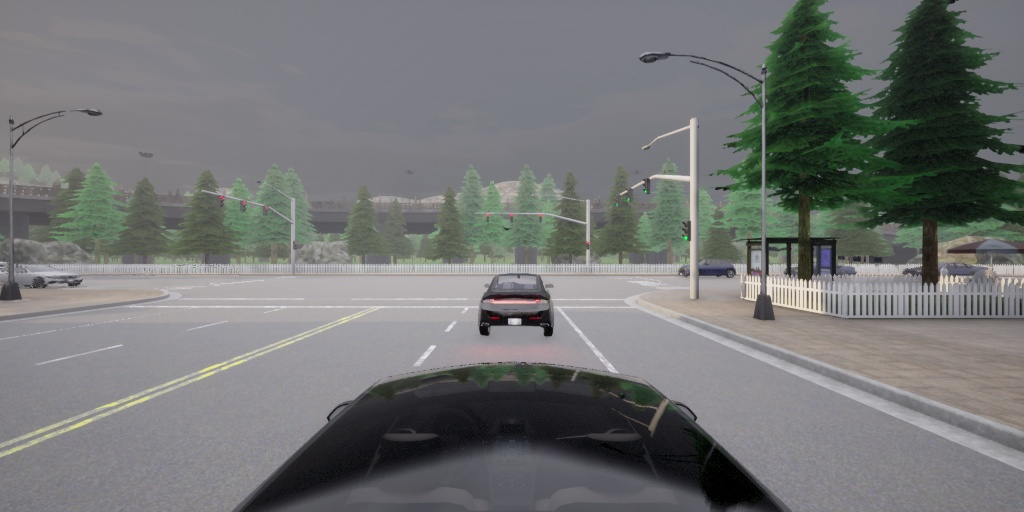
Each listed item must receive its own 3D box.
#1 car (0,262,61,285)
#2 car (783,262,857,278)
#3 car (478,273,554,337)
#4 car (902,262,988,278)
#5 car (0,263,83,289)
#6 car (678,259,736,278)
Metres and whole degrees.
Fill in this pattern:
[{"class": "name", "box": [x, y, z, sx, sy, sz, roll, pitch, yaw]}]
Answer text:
[{"class": "car", "box": [-35.437, 1.200, 25.225, 4.892, 1.490, 1.837, 0, 0, -2]}, {"class": "car", "box": [27.671, 1.242, 32.274, 5.357, 1.411, 2.033, 0, 0, 1]}, {"class": "car", "box": [0.180, 1.242, 10.372, 2.128, 1.511, 4.902, 0, 0, 3]}, {"class": "car", "box": [38.061, 1.242, 31.528, 5.357, 1.411, 2.033, 0, 0, 10]}, {"class": "car", "box": [-29.213, 1.220, 21.838, 4.674, 1.442, 1.812, 0, 0, 0]}, {"class": "car", "box": [17.514, 1.046, 32.366, 4.553, 1.767, 2.097, 0, 0, 0]}]
